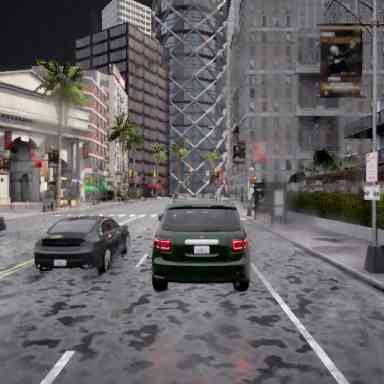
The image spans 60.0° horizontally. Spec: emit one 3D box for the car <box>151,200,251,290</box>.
[{"bbox_3d":[0.200,1.221,9.188,2.150,2.045,5.566,0,0,0],"label":"car"}]

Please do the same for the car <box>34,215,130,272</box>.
[{"bbox_3d":[-3.278,1.506,10.730,1.837,1.490,4.892,0,0,0],"label":"car"}]

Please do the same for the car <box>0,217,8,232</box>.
[{"bbox_3d":[-10.426,1.548,14.712,2.033,1.411,5.357,0,0,1],"label":"car"}]

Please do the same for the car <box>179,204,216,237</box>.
[{"bbox_3d":[0.300,1.505,19.048,1.837,1.490,4.892,0,0,1],"label":"car"}]
